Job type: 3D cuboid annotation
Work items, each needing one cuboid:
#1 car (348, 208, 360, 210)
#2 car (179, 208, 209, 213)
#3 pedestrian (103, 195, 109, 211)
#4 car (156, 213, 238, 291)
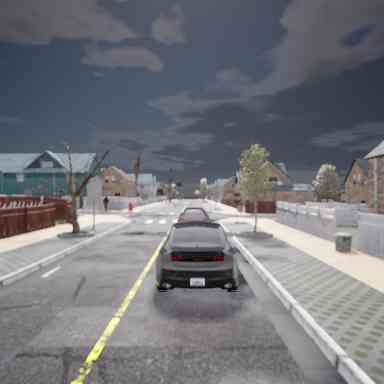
[{"bbox_3d":[16.956,2.082,33.708,5.008,1.535,1.882,1,-1,0],"label":"car"},{"bbox_3d":[0.148,1.664,20.814,1.994,1.385,4.181,0,0,1],"label":"car"},{"bbox_3d":[-9.509,1.211,36.723,0.375,1.860,0.375,0,-2,0],"label":"pedestrian"},{"bbox_3d":[0.122,1.547,9.075,1.837,1.490,4.892,0,0,0],"label":"car"}]
